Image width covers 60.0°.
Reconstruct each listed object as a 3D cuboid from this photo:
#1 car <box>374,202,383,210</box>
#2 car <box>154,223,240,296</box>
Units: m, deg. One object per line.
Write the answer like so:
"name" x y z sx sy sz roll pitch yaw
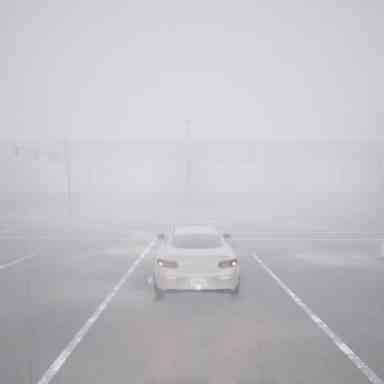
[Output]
"car" 23.315 1.409 37.830 4.674 1.442 1.812 -1 0 2
"car" 0.076 1.529 8.565 1.812 1.442 4.674 0 0 -1
